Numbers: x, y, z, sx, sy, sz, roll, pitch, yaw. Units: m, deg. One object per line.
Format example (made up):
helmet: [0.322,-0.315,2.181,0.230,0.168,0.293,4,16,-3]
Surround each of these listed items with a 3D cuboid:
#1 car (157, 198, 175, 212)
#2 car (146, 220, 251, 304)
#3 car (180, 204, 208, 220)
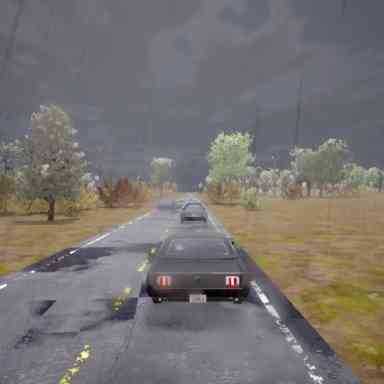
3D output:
car: [-3.011,1.466,39.389,1.882,1.535,5.008,0,0,0]
car: [0.116,1.602,8.114,1.895,1.301,4.718,0,0,0]
car: [0.153,1.560,25.323,1.994,1.385,4.181,0,0,0]
